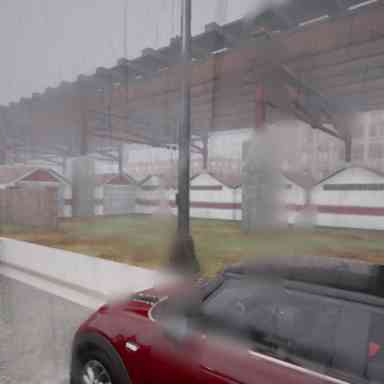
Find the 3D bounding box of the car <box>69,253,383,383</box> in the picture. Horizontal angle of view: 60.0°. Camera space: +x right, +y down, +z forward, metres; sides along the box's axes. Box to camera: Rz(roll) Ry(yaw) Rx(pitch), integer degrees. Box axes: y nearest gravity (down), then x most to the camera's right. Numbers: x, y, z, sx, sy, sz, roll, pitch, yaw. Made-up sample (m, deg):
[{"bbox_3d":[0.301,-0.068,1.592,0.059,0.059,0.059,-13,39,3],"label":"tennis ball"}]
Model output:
[{"bbox_3d":[0.826,1.395,3.086,4.553,1.767,2.097,0,-1,39],"label":"car"}]
